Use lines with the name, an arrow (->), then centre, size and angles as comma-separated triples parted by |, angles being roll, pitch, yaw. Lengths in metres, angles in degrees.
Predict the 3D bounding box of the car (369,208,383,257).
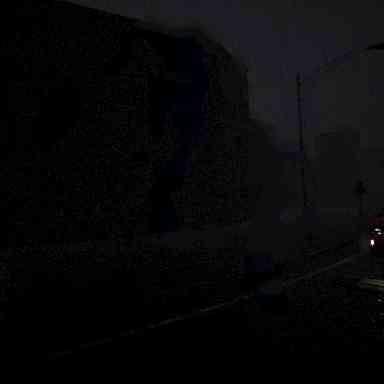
car -> 8.336, 1.228, 12.509 | 2.150, 2.045, 5.566 | -2, -1, 39
